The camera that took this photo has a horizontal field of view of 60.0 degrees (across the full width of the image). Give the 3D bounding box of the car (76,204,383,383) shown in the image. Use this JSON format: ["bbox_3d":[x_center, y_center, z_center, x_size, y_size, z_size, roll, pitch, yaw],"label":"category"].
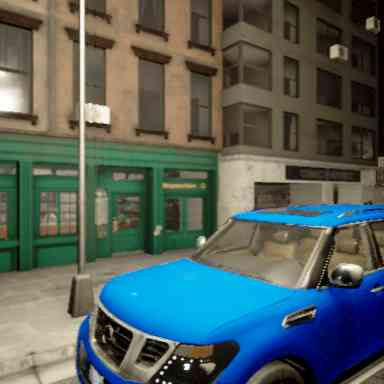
[{"bbox_3d":[1.443,1.224,4.407,5.566,2.045,2.150,0,0,-35],"label":"car"}]
